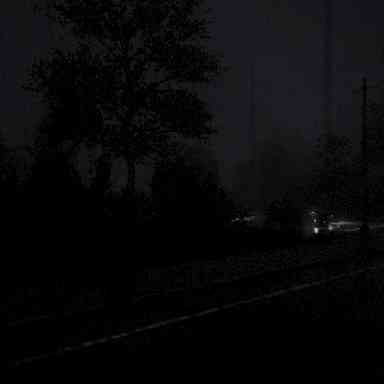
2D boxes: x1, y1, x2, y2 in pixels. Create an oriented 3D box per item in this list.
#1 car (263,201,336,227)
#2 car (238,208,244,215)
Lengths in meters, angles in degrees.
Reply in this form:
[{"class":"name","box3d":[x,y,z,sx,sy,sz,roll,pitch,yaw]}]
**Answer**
[{"class":"car","box3d":[7.352,1.426,23.673,2.097,1.767,4.553,0,-1,-38]},{"class":"car","box3d":[3.605,1.779,33.678,1.994,1.385,4.181,0,-1,-41]}]
